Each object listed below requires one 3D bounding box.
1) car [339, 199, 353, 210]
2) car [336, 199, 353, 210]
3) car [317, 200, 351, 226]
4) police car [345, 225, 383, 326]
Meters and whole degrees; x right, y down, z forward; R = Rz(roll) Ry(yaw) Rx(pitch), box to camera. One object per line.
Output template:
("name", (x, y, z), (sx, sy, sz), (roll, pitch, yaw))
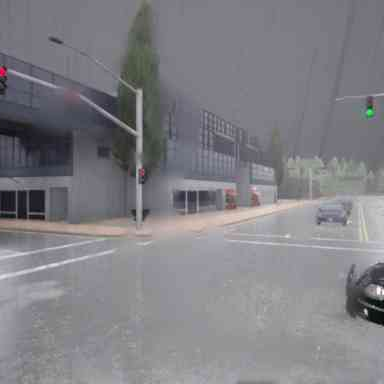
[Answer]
("car", (14.638, 1.595, 32.861), (1.895, 1.301, 4.718), (0, 0, 27))
("car", (19.985, 1.593, 43.530), (1.895, 1.301, 4.718), (0, 0, 27))
("car", (10.029, 1.522, 23.655), (1.812, 1.442, 4.674), (0, 0, 27))
("police car", (5.061, 1.508, 4.972), (4.974, 1.542, 2.038), (0, 0, 25))
